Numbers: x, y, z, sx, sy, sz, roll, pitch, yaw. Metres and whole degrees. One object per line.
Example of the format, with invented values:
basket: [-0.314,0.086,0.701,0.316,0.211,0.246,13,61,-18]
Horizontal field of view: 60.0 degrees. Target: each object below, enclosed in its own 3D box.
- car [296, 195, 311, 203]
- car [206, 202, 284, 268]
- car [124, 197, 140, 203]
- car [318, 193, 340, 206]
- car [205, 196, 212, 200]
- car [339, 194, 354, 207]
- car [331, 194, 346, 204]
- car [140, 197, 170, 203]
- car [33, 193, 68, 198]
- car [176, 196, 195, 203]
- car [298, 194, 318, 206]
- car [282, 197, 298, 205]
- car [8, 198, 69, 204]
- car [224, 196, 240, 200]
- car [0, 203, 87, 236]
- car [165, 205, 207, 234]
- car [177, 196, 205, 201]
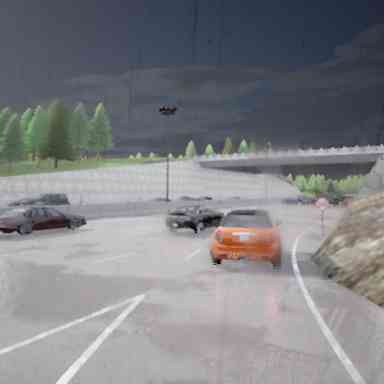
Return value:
car: [23.763,1.441,71.007,2.097,1.767,4.553,0,0,32]
car: [2.067,1.378,11.721,2.097,1.767,4.553,0,0,15]
car: [-9.539,1.555,57.061,1.812,1.442,4.674,0,0,32]
car: [24.298,1.421,58.516,2.150,2.045,5.566,0,0,32]
car: [2.349,1.583,69.598,1.882,1.535,5.008,0,0,32]
car: [25.903,1.556,54.257,2.097,1.767,4.553,0,0,32]
car: [29.758,1.336,67.391,2.150,2.045,5.566,0,0,32]
car: [-5.867,1.594,56.362,2.033,1.411,5.357,0,0,32]
car: [-16.907,1.190,38.489,2.150,2.045,5.566,0,0,32]
car: [-1.323,1.587,70.309,1.837,1.490,4.892,0,0,32]
car: [21.300,1.679,60.324,2.128,1.511,4.902,0,0,32]
car: [18.319,1.652,62.158,1.882,1.535,5.008,0,0,32]
car: [-13.497,1.522,30.673,2.033,1.411,5.357,0,0,32]
car: [7.821,1.604,65.157,1.882,1.535,5.008,0,0,32]
car: [-8.466,1.530,18.427,2.033,1.411,5.357,0,0,32]
car: [0.380,1.520,19.448,2.128,1.511,4.902,0,0,32]
car: [-0.242,1.633,52.174,1.994,1.385,4.181,0,0,32]
